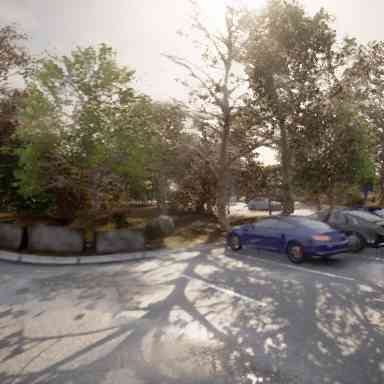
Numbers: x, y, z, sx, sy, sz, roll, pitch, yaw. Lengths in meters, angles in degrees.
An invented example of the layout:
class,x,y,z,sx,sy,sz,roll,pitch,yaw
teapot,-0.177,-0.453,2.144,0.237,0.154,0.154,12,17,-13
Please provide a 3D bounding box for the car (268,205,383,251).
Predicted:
class,x,y,z,sx,sy,sz,roll,pitch,yaw
car,5.934,1.496,13.999,2.231,1.521,4.892,0,0,-35

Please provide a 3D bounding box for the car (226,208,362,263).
class,x,y,z,sx,sy,sz,roll,pitch,yaw
car,3.260,1.540,12.106,2.002,1.452,4.674,0,0,-35

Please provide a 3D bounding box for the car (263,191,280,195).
class,x,y,z,sx,sy,sz,roll,pitch,yaw
car,9.322,0.846,43.335,2.150,2.045,5.566,-3,3,-35

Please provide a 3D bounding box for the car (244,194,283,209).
class,x,y,z,sx,sy,sz,roll,pitch,yaw
car,8.626,1.373,38.556,1.812,1.442,4.674,-3,3,-36
